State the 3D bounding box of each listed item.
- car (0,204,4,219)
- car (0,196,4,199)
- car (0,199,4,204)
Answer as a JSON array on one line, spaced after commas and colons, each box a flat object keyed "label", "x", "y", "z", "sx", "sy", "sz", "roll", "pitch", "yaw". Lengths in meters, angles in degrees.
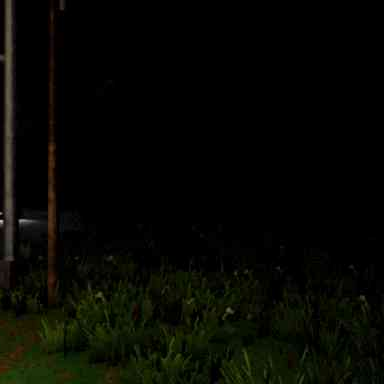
[{"label": "car", "x": -12.530, "y": 1.574, "z": 18.699, "sx": 1.895, "sy": 1.301, "sz": 4.718, "roll": 0, "pitch": 0, "yaw": -13}, {"label": "car", "x": -26.062, "y": 1.325, "z": 43.696, "sx": 4.553, "sy": 1.767, "sz": 2.097, "roll": 0, "pitch": 0, "yaw": 39}, {"label": "car", "x": -16.127, "y": 1.537, "z": 28.014, "sx": 1.994, "sy": 1.385, "sz": 4.181, "roll": 0, "pitch": 0, "yaw": -33}]
